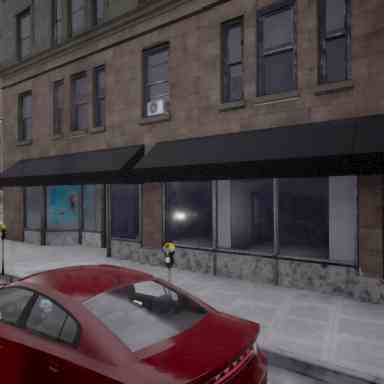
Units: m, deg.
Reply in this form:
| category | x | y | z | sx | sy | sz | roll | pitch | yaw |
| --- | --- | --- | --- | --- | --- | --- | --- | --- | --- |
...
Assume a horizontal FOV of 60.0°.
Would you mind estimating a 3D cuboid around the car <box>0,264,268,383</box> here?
| category | x | y | z | sx | sy | sz | roll | pitch | yaw |
| --- | --- | --- | --- | --- | --- | --- | --- | --- | --- |
| car | -1.396 | 1.545 | 3.861 | 4.507 | 1.381 | 1.887 | 0 | 0 | 36 |
